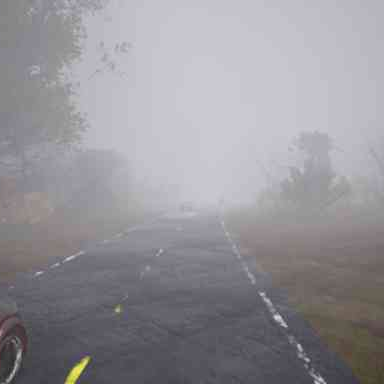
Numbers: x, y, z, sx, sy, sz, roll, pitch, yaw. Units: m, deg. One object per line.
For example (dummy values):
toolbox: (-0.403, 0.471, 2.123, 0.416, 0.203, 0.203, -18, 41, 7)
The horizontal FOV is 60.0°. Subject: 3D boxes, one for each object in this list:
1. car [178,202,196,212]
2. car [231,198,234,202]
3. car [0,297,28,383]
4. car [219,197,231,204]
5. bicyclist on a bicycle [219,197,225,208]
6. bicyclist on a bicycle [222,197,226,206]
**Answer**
car: (-0.645, 1.936, 43.895, 1.895, 1.301, 4.718, 0, 0, 6)
car: (10.366, 2.148, 92.219, 1.994, 1.385, 4.181, 0, 0, 13)
car: (-3.045, 1.580, 2.438, 1.994, 1.385, 4.181, 0, 0, 1)
car: (7.545, 2.142, 78.362, 1.994, 1.385, 4.181, 0, 0, 11)
bicyclist on a bicycle: (4.913, 1.815, 57.058, 0.659, 1.776, 1.843, 0, 0, 8)
bicyclist on a bicycle: (6.299, 1.891, 66.292, 0.659, 1.776, 1.843, 0, 0, 9)
